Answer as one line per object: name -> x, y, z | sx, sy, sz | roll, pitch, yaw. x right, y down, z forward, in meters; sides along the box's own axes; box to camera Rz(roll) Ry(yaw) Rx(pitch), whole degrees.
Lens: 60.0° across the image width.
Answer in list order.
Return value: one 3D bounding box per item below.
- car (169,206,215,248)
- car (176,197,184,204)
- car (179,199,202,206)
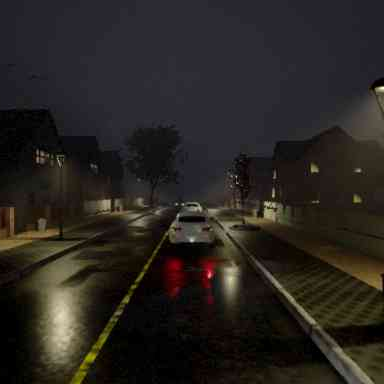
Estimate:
car -> 0.000, 1.556, 14.648 | 1.812, 1.442, 4.674 | 0, 0, 0
car -> -2.750, 1.883, 76.754 | 1.882, 1.535, 5.008 | 0, -1, 0
car -> 0.000, 1.606, 29.651 | 1.812, 1.442, 4.674 | 0, 0, 0
